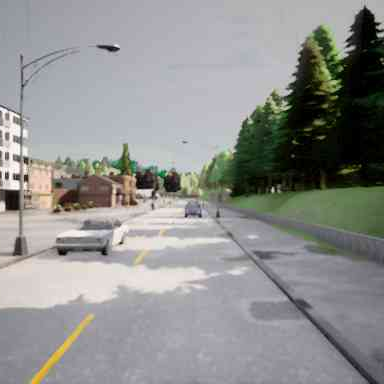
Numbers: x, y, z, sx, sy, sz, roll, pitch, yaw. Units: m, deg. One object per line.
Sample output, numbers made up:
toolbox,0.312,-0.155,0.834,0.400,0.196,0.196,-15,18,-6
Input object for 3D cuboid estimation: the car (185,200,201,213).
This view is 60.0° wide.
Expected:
car,0.103,1.965,46.006,2.097,1.767,4.553,0,-1,0

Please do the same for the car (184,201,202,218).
car,0.108,2.025,35.786,2.033,1.411,5.357,0,-1,0

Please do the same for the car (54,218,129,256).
car,-4.056,1.791,14.119,1.895,1.301,4.718,0,-1,0
